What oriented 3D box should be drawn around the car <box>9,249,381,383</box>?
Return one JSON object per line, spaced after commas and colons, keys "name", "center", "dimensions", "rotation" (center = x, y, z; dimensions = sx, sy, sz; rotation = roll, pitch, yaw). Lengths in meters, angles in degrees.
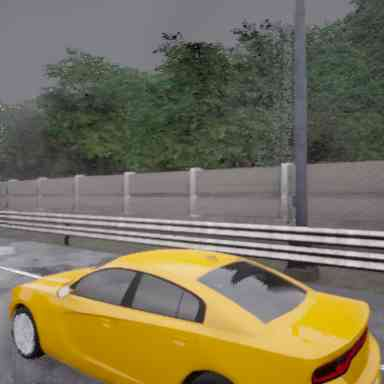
{"name": "car", "center": [-0.440, 1.500, 4.322], "dimensions": [5.008, 1.535, 1.882], "rotation": [-1, 0, 36]}
